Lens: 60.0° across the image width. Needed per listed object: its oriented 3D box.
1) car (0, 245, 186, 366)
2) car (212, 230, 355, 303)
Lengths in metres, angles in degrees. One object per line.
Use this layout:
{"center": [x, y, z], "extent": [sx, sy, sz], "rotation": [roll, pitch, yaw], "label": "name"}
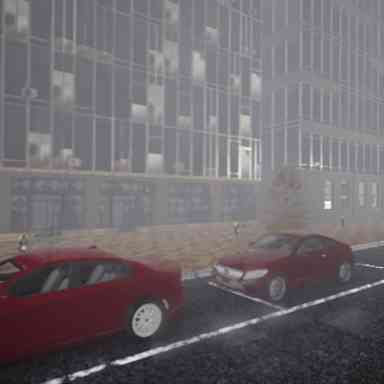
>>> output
{"center": [-2.209, 1.554, 4.982], "extent": [4.507, 1.381, 1.887], "rotation": [1, 0, -36], "label": "car"}
{"center": [2.425, 1.644, 8.289], "extent": [4.206, 1.307, 1.802], "rotation": [1, 0, -36], "label": "car"}
